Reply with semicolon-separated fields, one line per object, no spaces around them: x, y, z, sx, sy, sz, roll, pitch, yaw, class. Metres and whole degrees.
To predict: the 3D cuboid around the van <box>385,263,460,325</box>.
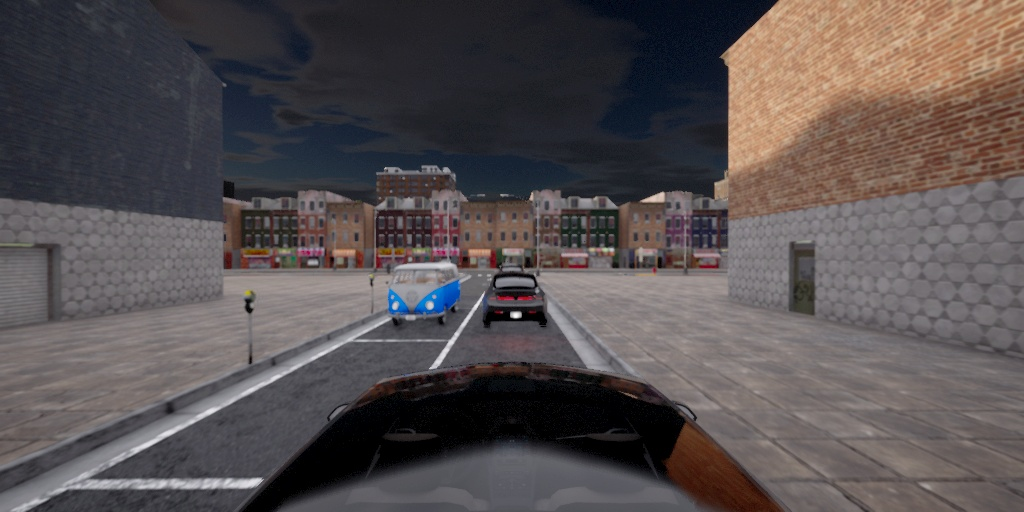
-2.691;1.113;11.585;1.690;1.789;3.998;0;0;0;van

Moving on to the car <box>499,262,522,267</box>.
-0.020;1.304;22.134;1.837;1.490;4.892;0;0;0;car

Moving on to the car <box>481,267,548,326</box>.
0.057;1.278;11.710;1.837;1.490;4.892;0;0;-1;car
